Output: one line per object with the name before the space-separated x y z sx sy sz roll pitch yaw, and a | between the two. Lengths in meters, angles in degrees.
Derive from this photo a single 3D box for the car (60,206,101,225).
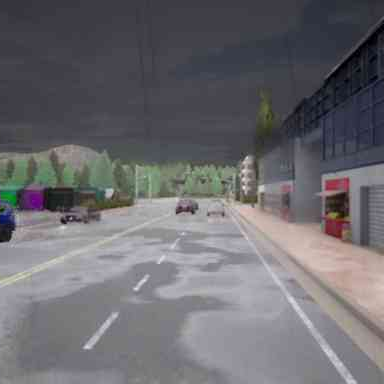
car | -8.751 1.784 26.430 1.994 1.385 4.181 0 -1 4

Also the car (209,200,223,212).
car | 3.348 1.908 46.405 1.837 1.490 4.892 0 -1 4

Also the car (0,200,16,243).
car | -9.758 1.335 13.926 2.150 2.045 5.566 0 -1 4

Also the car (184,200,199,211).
car | 0.027 1.927 48.963 1.837 1.490 4.892 0 0 4

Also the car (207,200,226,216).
car | 2.616 1.842 36.390 1.812 1.442 4.674 0 -1 5

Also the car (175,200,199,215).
car | -0.693 1.689 39.164 2.097 1.767 4.553 0 0 4
